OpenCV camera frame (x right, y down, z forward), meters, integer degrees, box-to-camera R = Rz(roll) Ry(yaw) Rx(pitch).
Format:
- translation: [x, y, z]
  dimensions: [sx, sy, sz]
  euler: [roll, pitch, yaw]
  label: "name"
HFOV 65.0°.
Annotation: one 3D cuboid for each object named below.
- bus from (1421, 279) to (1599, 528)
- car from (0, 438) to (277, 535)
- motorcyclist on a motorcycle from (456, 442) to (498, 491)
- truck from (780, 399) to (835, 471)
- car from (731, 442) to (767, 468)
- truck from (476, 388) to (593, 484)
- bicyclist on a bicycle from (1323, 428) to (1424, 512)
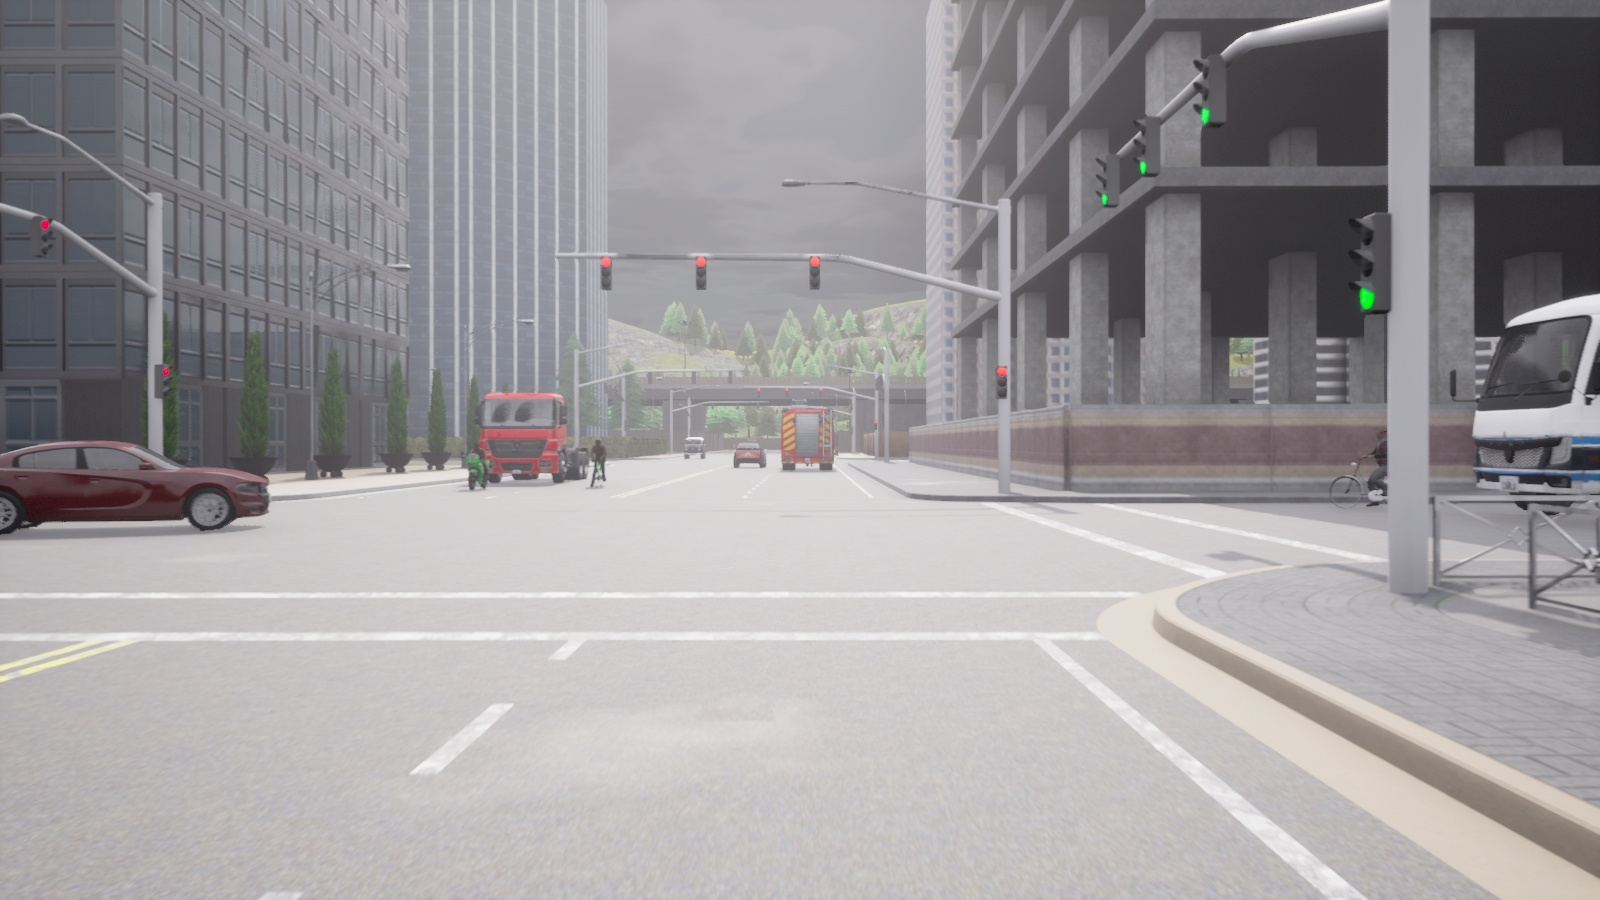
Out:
- translation: [17.688, -0.803, 23.406]
  dimensions: [10.273, 4.253, 3.944]
  euler: [0, 0, 0]
  label: "bus"
- translation: [-11.568, 0.567, 21.122]
  dimensions: [5.008, 1.535, 1.882]
  euler: [0, 1, -19]
  label: "car"
- translation: [-10.258, 0.495, 39.906]
  dimensions: [0.797, 1.523, 2.044]
  euler: [0, 0, 0]
  label: "motorcyclist on a motorcycle"
- translation: [0.417, -0.815, 70.438]
  dimensions: [2.891, 3.827, 8.468]
  euler: [0, 0, 0]
  label: "truck"
- translation: [-3.052, 0.262, 76.080]
  dimensions: [2.007, 1.525, 4.514]
  euler: [0, 0, 0]
  label: "car"
- translation: [-10.208, -0.521, 49.176]
  dimensions: [2.891, 3.462, 7.936]
  euler: [0, 0, 0]
  label: "truck"
- translation: [12.281, 0.420, 26.925]
  dimensions: [1.843, 1.776, 0.659]
  euler: [0, 0, 0]
  label: "bicyclist on a bicycle"
